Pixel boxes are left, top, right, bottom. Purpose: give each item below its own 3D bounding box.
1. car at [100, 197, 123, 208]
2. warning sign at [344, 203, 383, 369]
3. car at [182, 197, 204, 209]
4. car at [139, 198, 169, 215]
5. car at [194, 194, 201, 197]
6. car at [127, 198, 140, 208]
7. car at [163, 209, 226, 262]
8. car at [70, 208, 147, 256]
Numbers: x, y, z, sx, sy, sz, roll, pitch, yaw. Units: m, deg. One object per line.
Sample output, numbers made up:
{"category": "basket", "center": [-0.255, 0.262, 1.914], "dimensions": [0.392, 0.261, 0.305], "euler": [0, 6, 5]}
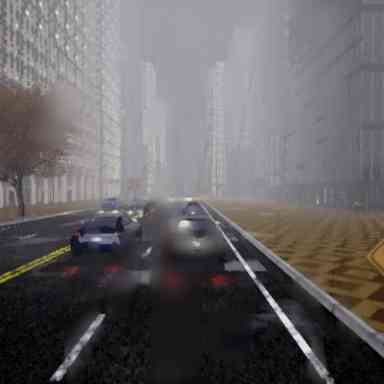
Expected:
{"category": "car", "center": [-9.841, 1.375, 40.994], "dimensions": [1.882, 1.535, 5.008], "euler": [0, 0, 0]}
{"category": "warning sign", "center": [2.864, 1.105, 4.267], "dimensions": [1.300, 1.860, 1.060], "euler": [1, 1, 0]}
{"category": "car", "center": [0.091, 1.454, 28.481], "dimensions": [1.812, 1.442, 4.674], "euler": [0, 0, 0]}
{"category": "car", "center": [-3.158, 1.403, 29.758], "dimensions": [1.882, 1.535, 5.008], "euler": [0, 0, 0]}
{"category": "car", "center": [1.132, 1.280, 70.482], "dimensions": [1.801, 1.575, 5.366], "euler": [0, 0, 0]}
{"category": "car", "center": [-6.595, 1.445, 40.789], "dimensions": [2.033, 1.411, 5.357], "euler": [0, 0, 0]}
{"category": "car", "center": [0.087, 1.534, 11.989], "dimensions": [1.994, 1.385, 4.181], "euler": [0, 0, 0]}
{"category": "car", "center": [-3.160, 1.532, 13.000], "dimensions": [1.994, 1.385, 4.181], "euler": [0, 0, 0]}
